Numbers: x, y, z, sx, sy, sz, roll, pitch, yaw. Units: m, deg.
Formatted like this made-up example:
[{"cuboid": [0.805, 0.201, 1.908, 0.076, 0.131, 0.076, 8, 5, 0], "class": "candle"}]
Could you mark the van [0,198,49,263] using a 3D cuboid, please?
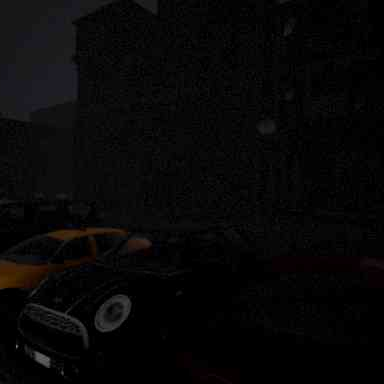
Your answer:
[{"cuboid": [-7.176, 1.242, 10.619, 1.878, 1.987, 4.442, 0, 0, 36], "class": "van"}]

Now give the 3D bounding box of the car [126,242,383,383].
[{"cuboid": [1.804, 1.480, 4.062, 2.097, 1.535, 5.008, 0, 0, 35], "class": "car"}]

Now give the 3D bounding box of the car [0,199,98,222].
[{"cuboid": [-4.901, 1.222, 8.814, 2.435, 2.045, 5.566, 0, 0, 36], "class": "car"}]

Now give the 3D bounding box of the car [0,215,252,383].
[{"cuboid": [-0.437, 1.354, 5.705, 2.185, 1.767, 4.553, 0, 0, 35], "class": "car"}]

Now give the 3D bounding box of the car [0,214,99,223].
[{"cuboid": [-2.726, 1.475, 7.072, 1.946, 1.575, 5.366, 0, 0, 36], "class": "car"}]
